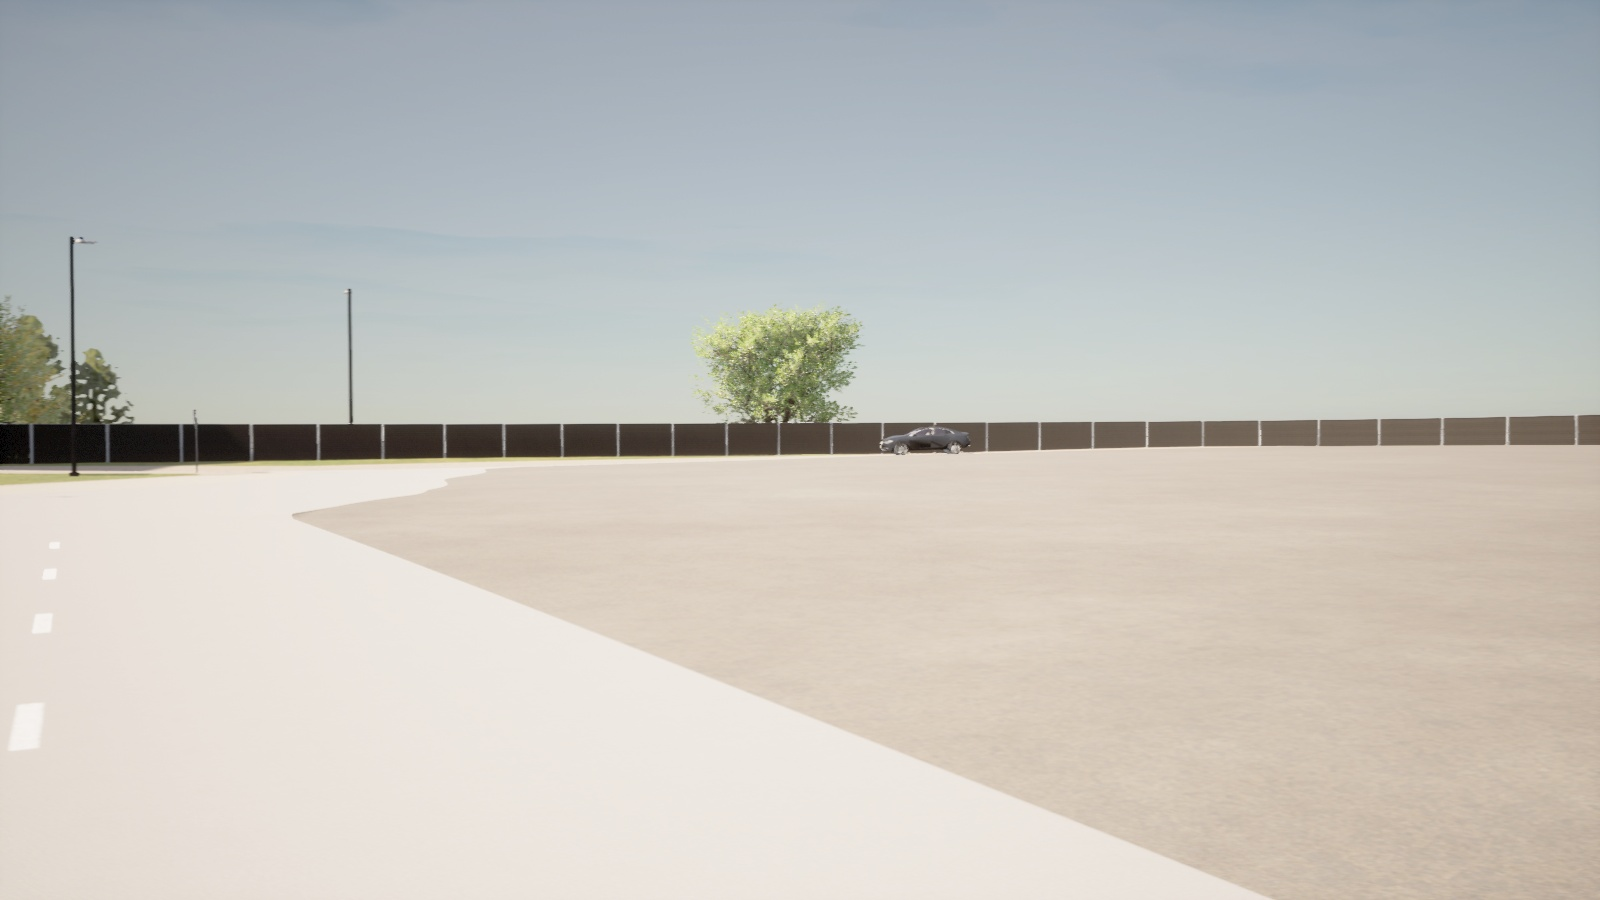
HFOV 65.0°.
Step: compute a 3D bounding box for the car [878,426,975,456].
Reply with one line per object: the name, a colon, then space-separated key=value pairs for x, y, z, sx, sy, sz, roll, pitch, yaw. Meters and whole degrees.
car: x=6.809 y=-0.472 z=67.970 sx=4.902 sy=1.511 sz=2.128 roll=-1 pitch=0 yaw=-5
